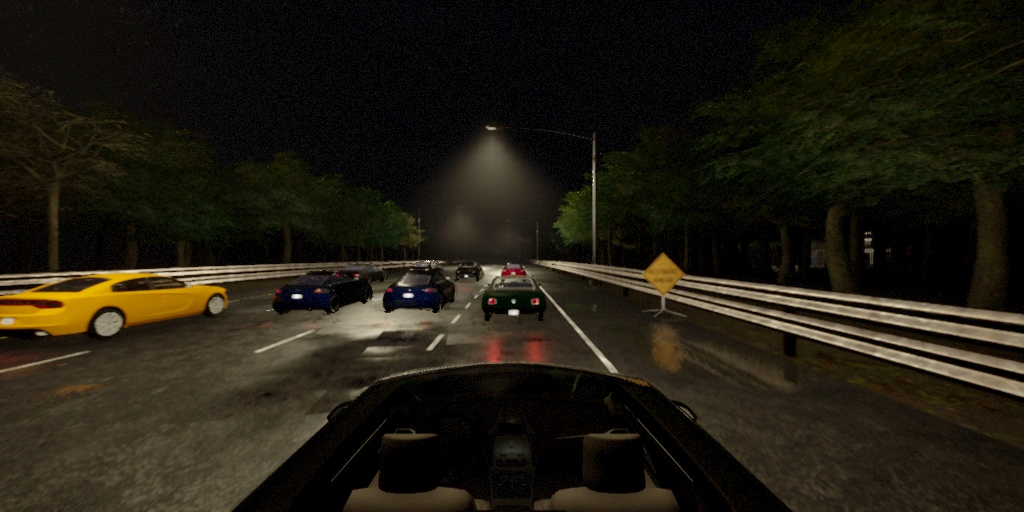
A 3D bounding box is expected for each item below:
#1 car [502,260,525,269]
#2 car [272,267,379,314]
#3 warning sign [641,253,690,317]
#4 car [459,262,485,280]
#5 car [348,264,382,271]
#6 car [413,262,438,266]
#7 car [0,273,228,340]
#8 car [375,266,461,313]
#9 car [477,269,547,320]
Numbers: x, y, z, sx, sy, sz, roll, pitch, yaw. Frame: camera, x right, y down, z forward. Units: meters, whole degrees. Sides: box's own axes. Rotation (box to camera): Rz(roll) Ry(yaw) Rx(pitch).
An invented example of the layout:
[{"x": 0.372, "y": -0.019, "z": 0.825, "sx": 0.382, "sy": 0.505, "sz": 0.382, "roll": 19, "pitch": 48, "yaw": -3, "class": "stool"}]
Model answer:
[{"x": 0.131, "y": 1.275, "z": 29.558, "sx": 1.994, "sy": 1.385, "sz": 4.181, "roll": 0, "pitch": 0, "yaw": 1, "class": "car"}, {"x": -6.917, "y": 1.272, "z": 13.568, "sx": 1.994, "sy": 1.385, "sz": 4.181, "roll": 0, "pitch": 0, "yaw": 0, "class": "car"}, {"x": 4.558, "y": 0.829, "z": 10.798, "sx": 1.300, "sy": 1.860, "sz": 1.060, "roll": 0, "pitch": 0, "yaw": 0, "class": "warning sign"}, {"x": -3.374, "y": 1.217, "z": 28.995, "sx": 1.837, "sy": 1.490, "sz": 4.892, "roll": 0, "pitch": 0, "yaw": 1, "class": "car"}, {"x": -10.414, "y": 1.252, "z": 25.120, "sx": 2.033, "sy": 1.411, "sz": 5.357, "roll": 0, "pitch": 0, "yaw": 1, "class": "car"}, {"x": -6.875, "y": 1.203, "z": 28.874, "sx": 2.128, "sy": 1.511, "sz": 4.902, "roll": 0, "pitch": 0, "yaw": 1, "class": "car"}, {"x": -10.449, "y": 1.196, "z": 9.929, "sx": 1.882, "sy": 1.535, "sz": 5.008, "roll": 0, "pitch": 0, "yaw": 1, "class": "car"}, {"x": -3.414, "y": 1.272, "z": 13.870, "sx": 1.994, "sy": 1.385, "sz": 4.181, "roll": 0, "pitch": 0, "yaw": 0, "class": "car"}, {"x": 0.073, "y": 1.312, "z": 12.374, "sx": 1.895, "sy": 1.301, "sz": 4.718, "roll": 0, "pitch": 0, "yaw": 1, "class": "car"}]
